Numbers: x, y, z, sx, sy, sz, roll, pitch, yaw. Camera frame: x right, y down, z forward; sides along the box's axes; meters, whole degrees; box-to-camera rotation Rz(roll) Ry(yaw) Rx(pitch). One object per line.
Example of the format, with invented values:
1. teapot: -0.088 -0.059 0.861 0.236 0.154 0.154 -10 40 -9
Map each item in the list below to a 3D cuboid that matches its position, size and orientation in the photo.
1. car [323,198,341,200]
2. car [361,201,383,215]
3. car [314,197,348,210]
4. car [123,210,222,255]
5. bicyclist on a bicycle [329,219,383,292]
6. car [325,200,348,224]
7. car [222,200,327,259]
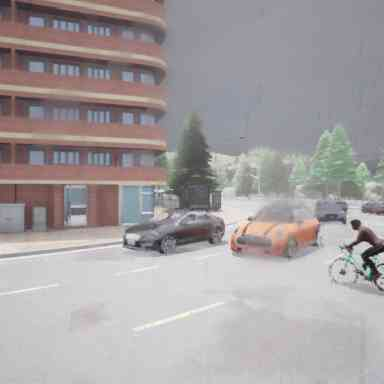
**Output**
1. car: 15.372 1.491 36.598 2.128 1.511 4.902 0 0 2
2. car: 18.766 1.564 33.589 1.994 1.385 4.181 0 0 5
3. car: 18.334 1.478 44.038 1.882 1.535 5.008 0 0 -8
4. car: -0.539 1.491 13.473 2.128 1.511 4.902 0 0 40
5. bicyclist on a bicycle: 3.966 1.454 7.654 1.656 1.620 0.582 -3 -2 44
6. car: 10.232 1.564 24.744 1.994 1.385 4.181 0 0 18
7. car: 3.356 1.351 12.785 2.097 1.767 4.553 0 0 37
